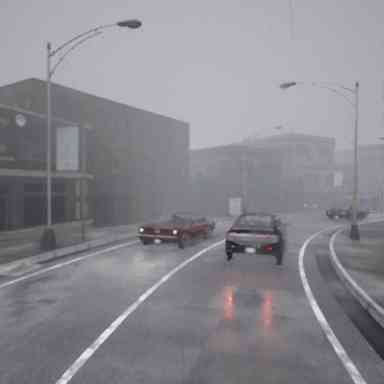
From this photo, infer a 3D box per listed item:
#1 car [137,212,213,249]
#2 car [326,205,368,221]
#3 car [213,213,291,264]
[{"bbox_3d":[-0.540,1.591,14.829,1.895,1.301,4.718,1,0,21],"label":"car"},{"bbox_3d":[13.792,1.819,29.362,4.718,1.301,1.895,1,0,-42],"label":"car"},{"bbox_3d":[2.495,1.529,12.205,2.128,1.511,4.902,1,0,18],"label":"car"}]
